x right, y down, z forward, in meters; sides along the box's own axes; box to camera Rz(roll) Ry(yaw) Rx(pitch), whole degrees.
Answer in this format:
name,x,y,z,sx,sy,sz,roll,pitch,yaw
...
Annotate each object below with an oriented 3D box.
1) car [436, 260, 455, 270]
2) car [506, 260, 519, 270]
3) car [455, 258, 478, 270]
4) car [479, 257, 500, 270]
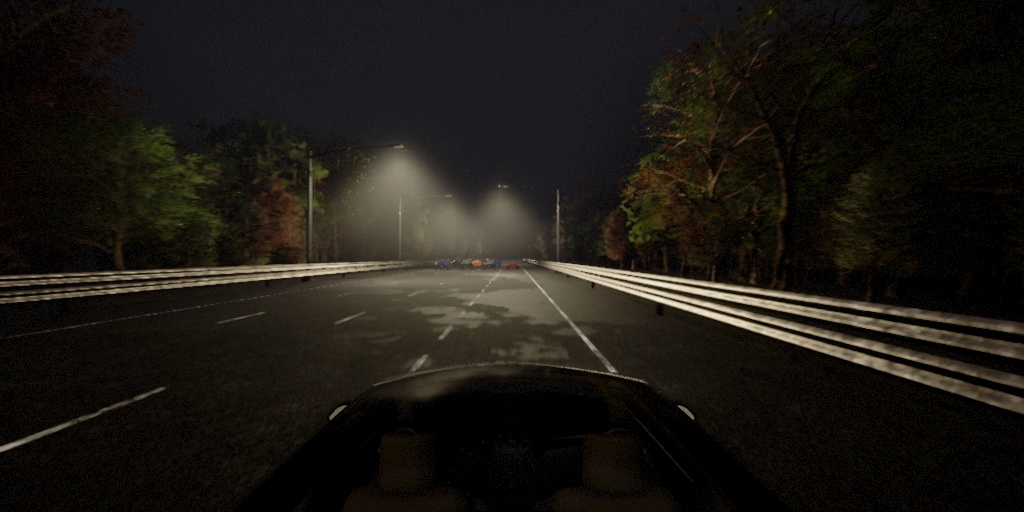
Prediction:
name,x,y,z,sx,sy,sz,roll,pitch,yaw
car,-10.365,1.365,55.051,1.812,1.442,4.674,0,0,0
car,0.135,1.436,55.102,1.994,1.385,4.181,0,0,0
car,-6.866,1.341,54.627,2.128,1.511,4.902,0,0,0
car,-3.366,1.352,54.638,2.128,1.511,4.902,0,0,0
